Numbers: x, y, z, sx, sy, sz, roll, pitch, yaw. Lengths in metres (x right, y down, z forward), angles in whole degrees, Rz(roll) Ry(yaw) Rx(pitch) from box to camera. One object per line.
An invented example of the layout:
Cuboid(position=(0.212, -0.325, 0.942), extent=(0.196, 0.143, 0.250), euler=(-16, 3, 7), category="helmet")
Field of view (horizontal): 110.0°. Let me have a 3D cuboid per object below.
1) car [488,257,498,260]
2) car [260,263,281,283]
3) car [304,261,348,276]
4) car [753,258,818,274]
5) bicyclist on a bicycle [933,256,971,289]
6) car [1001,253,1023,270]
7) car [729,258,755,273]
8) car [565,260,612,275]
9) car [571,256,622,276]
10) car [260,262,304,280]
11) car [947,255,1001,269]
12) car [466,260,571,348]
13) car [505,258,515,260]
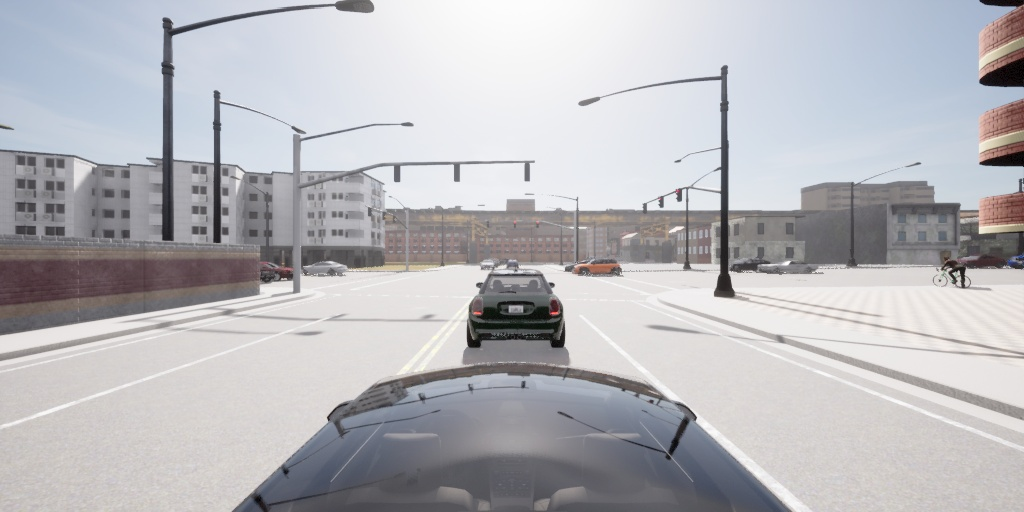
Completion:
Cuboid(position=(-3.527, 1.276, 52.867), extent=(1.812, 1.442, 4.674), euler=(0, 0, 0), category="car")
Cuboid(position=(-19.820, 1.351, 25.855), extent=(4.718, 1.301, 1.895), euler=(0, 0, 1), category="car")
Cuboid(position=(-19.207, 1.276, 36.551), extent=(4.674, 1.442, 1.812), euler=(0, 0, 1), category="car")
Cuboid(position=(26.740, 1.085, 34.924), extent=(4.718, 1.301, 1.895), euler=(-1, 0, 1), category="car")
Cuboid(position=(22.671, 0.844, 18.521), extent=(0.582, 1.620, 1.656), euler=(-1, 0, 1), category="bicyclist on a bicycle")
Cuboid(position=(51.407, 0.273, 34.312), extent=(5.566, 2.045, 2.150), euler=(-1, 0, 1), category="car")
Cuboid(position=(25.190, 1.002, 38.461), extent=(4.902, 1.511, 2.128), euler=(-1, 0, 1), category="car")
Cuboid(position=(8.239, 1.202, 39.045), extent=(4.892, 1.490, 1.837), euler=(0, 0, 6), category="car")
Cuboid(position=(8.371, 1.049, 35.347), extent=(4.553, 1.767, 2.097), euler=(0, 0, 2), category="car")
Cuboid(position=(-20.271, 1.228, 29.325), extent=(5.008, 1.535, 1.882), euler=(0, 0, 1), category="car")
Cuboid(position=(49.054, 0.617, 37.891), extent=(4.674, 1.442, 1.812), euler=(-1, 0, 2), category="car")
Cuboid(position=(0.091, 1.102, 9.431), extent=(2.097, 1.767, 4.553), euler=(0, 0, 0), category="car")
Cuboid(position=(0.137, 1.275, 59.506), extent=(1.812, 1.442, 4.674), euler=(0, 0, 1), category="car")
